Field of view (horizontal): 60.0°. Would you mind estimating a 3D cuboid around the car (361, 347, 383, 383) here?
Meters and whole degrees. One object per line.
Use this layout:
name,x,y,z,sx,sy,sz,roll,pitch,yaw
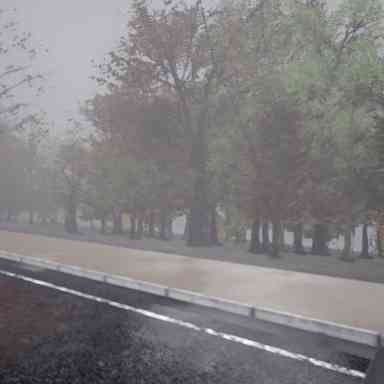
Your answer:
car,3.485,1.550,1.199,5.357,1.411,2.033,0,0,36
